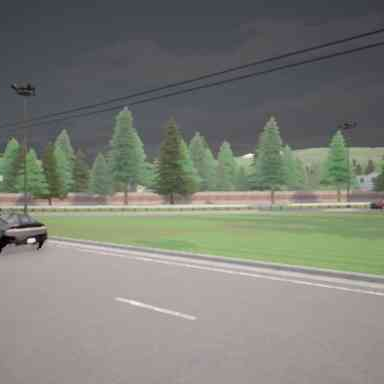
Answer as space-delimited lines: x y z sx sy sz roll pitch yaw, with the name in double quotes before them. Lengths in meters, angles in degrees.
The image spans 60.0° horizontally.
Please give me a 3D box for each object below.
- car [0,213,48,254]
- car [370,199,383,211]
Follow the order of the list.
"car" -7.980 1.626 13.866 4.902 1.511 2.128 -1 0 36
"car" 24.325 1.514 40.883 5.008 1.535 1.882 0 0 -14
